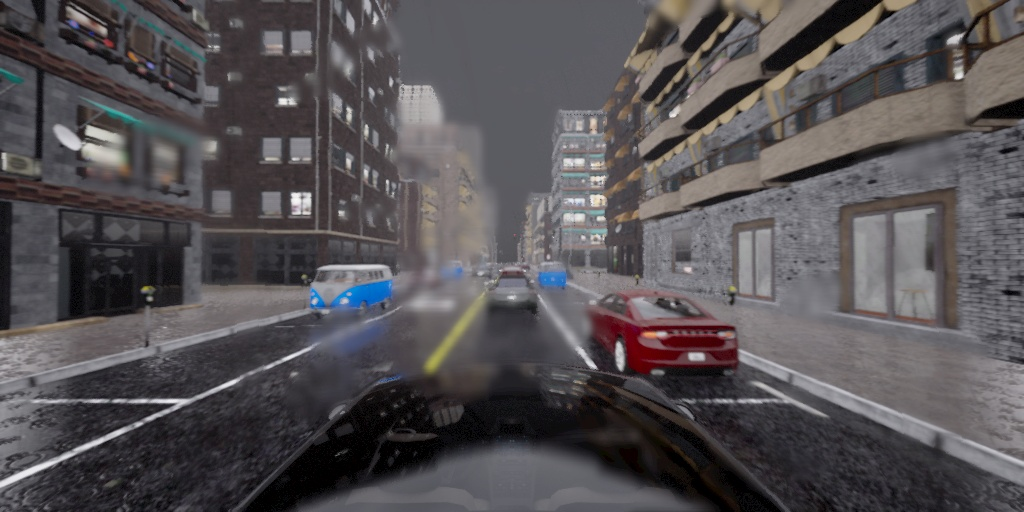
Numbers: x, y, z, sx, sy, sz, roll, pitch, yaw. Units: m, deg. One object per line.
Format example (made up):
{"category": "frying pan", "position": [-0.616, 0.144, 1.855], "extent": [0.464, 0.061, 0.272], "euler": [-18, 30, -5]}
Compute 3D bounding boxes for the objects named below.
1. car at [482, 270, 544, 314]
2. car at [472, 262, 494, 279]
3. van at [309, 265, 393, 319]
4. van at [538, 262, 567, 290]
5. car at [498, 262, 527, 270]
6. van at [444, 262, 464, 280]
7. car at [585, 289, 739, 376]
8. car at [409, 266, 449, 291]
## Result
{"category": "car", "position": [0.042, 1.449, 14.527], "extent": [1.994, 1.385, 4.181], "euler": [0, 0, 0]}
{"category": "car", "position": [-3.062, 1.622, 38.026], "extent": [2.128, 1.511, 4.902], "euler": [0, -1, 0]}
{"category": "van", "position": [-5.696, 1.209, 13.082], "extent": [1.690, 1.789, 3.998], "euler": [0, 0, 0]}
{"category": "van", "position": [2.681, 1.328, 24.353], "extent": [1.690, 1.789, 3.998], "euler": [0, 0, 0]}
{"category": "car", "position": [0.043, 1.528, 30.431], "extent": [1.882, 1.535, 5.008], "euler": [0, 0, 0]}
{"category": "van", "position": [-5.817, 1.446, 35.622], "extent": [1.690, 1.789, 3.998], "euler": [0, 0, 0]}
{"category": "car", "position": [2.686, 1.355, 7.446], "extent": [1.888, 1.381, 4.507], "euler": [0, 0, 0]}
{"category": "car", "position": [-5.700, 1.569, 24.354], "extent": [1.802, 1.307, 4.207], "euler": [0, 0, 0]}
